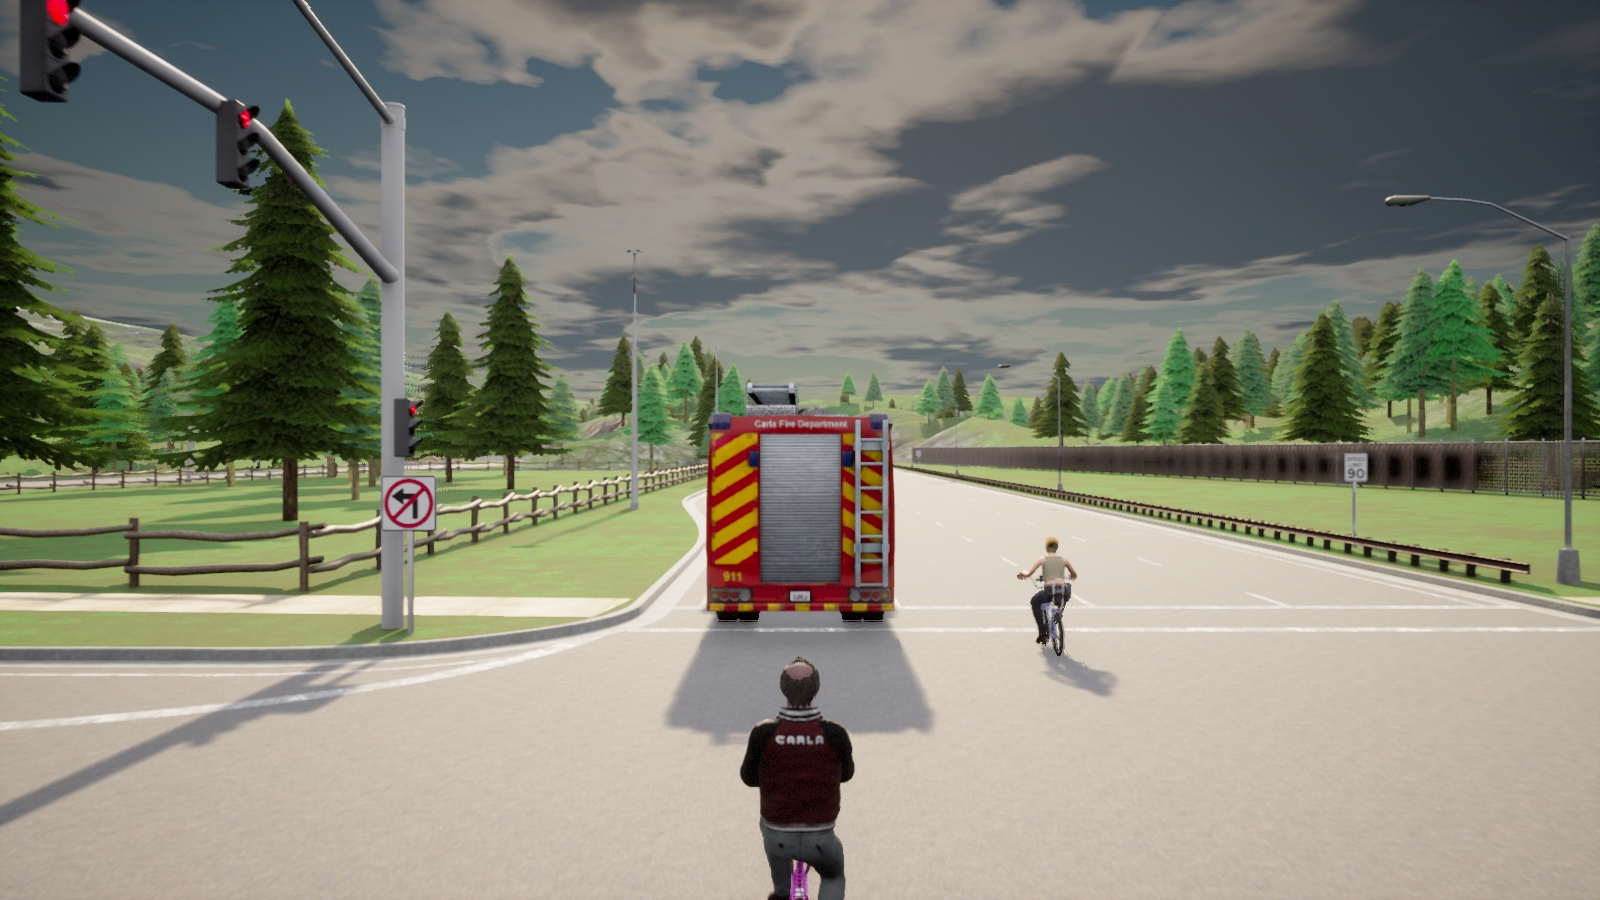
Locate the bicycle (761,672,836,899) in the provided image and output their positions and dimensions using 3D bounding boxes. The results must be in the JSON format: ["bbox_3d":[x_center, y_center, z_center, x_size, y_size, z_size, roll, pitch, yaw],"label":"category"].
[{"bbox_3d":[-0.007,2.060,5.894,0.329,1.471,1.835,0,0,0],"label":"bicycle"}]

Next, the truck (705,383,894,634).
[{"bbox_3d":[-0.006,0.888,21.644,2.891,3.827,8.468,0,0,0],"label":"truck"}]

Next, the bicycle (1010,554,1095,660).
[{"bbox_3d":[3.485,2.156,15.912,0.859,1.277,1.487,0,0,0],"label":"bicycle"}]
